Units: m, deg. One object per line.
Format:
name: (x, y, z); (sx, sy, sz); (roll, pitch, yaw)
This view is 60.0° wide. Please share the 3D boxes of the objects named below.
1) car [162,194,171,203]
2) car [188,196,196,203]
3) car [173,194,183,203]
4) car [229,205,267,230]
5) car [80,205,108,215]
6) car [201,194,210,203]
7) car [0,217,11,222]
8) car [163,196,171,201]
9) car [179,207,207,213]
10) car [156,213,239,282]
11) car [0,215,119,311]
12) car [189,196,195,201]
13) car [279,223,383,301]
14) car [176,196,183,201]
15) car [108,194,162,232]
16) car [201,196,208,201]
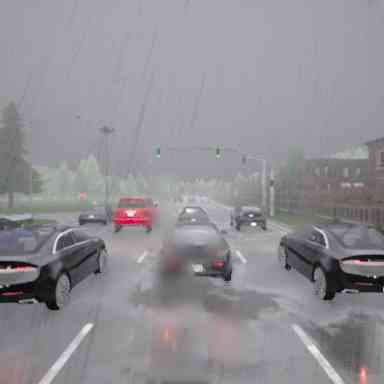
car: (-7.016, 1.633, 84.348); (2.150, 2.045, 5.566); (0, 0, 0)
car: (-0.016, 1.948, 84.317); (2.033, 1.411, 5.357); (0, 0, 0)
car: (-3.516, 1.633, 84.348); (2.150, 2.045, 5.566); (0, 0, 0)
car: (3.593, 1.615, 21.817); (1.837, 1.490, 4.892); (0, 0, 0)
car: (-6.908, 1.687, 24.859); (1.994, 1.385, 4.181); (0, 0, 0)
car: (3.484, 1.634, 84.350); (2.150, 2.045, 5.566); (0, 0, 0)
car: (-6.903, 1.533, 11.117); (1.882, 1.535, 5.008); (0, 0, 0)
car: (-7.018, 1.800, 94.737); (1.837, 1.490, 4.892); (0, 0, 0)
car: (0.093, 1.676, 22.387); (1.994, 1.385, 4.181); (0, 0, 0)
car: (0.096, 1.575, 9.824); (1.812, 1.442, 4.674); (0, 0, 0)
car: (-3.403, 1.531, 7.840); (2.128, 1.511, 4.902); (0, 0, 0)
car: (-0.018, 1.801, 94.738); (1.837, 1.490, 4.892); (0, 0, 0)
car: (3.597, 1.534, 8.424); (2.128, 1.511, 4.902); (0, 0, 0)
car: (-3.518, 1.853, 94.737); (1.994, 1.385, 4.181); (0, 0, 0)
car: (-3.406, 1.329, 21.108); (2.150, 2.045, 5.566); (0, 0, 0)
car: (3.482, 1.801, 94.739); (1.837, 1.490, 4.892); (0, 0, 0)
